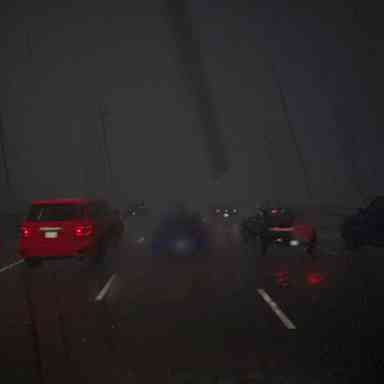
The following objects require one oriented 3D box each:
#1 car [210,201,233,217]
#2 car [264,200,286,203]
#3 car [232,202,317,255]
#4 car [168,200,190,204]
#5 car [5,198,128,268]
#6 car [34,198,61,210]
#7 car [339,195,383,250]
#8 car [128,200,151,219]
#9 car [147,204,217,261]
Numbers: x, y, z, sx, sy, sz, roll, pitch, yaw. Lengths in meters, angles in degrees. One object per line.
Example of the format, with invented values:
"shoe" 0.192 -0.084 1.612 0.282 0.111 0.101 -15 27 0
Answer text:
"car" 2.467 1.414 26.844 1.895 1.301 4.718 -1 0 -2
"car" 6.043 1.306 24.739 2.033 1.411 5.357 -1 0 -2
"car" 3.091 1.366 12.737 2.128 1.511 4.902 -1 0 -2
"car" -1.135 1.392 29.314 1.812 1.442 4.674 -1 0 -2
"car" -3.872 1.231 11.593 2.150 2.045 5.566 -1 0 -2
"car" -19.780 1.602 45.706 1.882 1.535 5.008 -1 0 -5
"car" 6.681 1.037 10.160 2.150 2.045 5.566 -1 -1 -2
"car" -4.586 1.430 28.065 2.128 1.511 4.902 -1 0 -2
"car" -0.394 1.420 12.270 1.882 1.535 5.008 -1 0 -2
